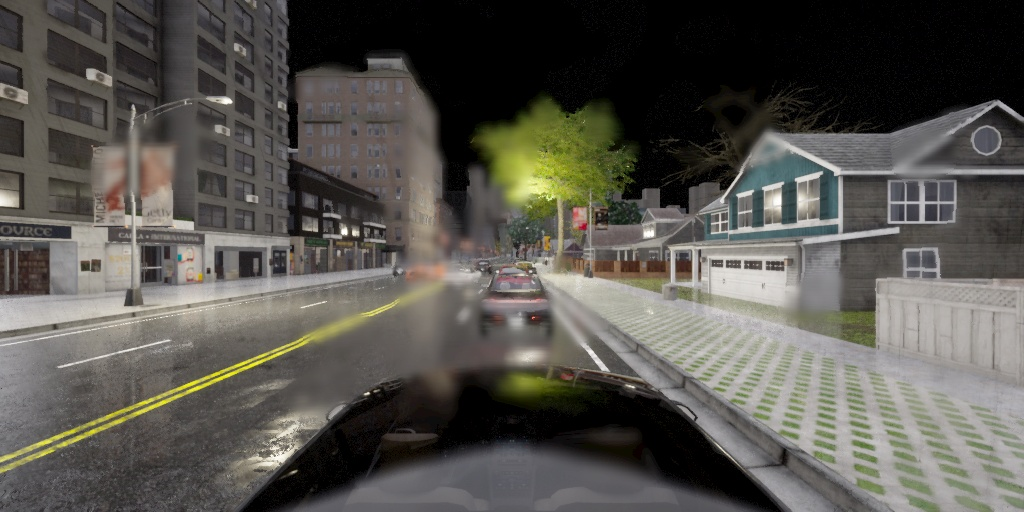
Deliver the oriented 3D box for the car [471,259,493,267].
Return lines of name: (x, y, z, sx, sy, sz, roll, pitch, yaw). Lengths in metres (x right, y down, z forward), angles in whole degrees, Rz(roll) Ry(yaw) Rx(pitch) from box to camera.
car: (-3.110, 1.241, 39.949, 1.812, 1.442, 4.674, 0, 0, 0)

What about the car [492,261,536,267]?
car: (0.119, 1.218, 19.834, 1.882, 1.535, 5.008, 0, 0, 0)

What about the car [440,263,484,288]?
car: (-3.127, 1.338, 23.375, 1.895, 1.301, 4.718, 0, 0, 0)

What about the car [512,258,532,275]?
car: (1.012, 1.067, 39.423, 2.097, 1.767, 4.553, 0, 0, 0)

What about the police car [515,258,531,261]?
police car: (1.003, 1.155, 29.563, 1.930, 1.638, 5.238, 0, 0, 0)

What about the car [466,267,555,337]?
car: (0.111, 1.239, 10.330, 2.128, 1.511, 4.902, 0, 0, 0)

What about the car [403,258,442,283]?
car: (-6.573, 1.083, 27.853, 2.097, 1.767, 4.553, 0, 0, 0)

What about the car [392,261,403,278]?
car: (-9.818, 1.215, 34.039, 2.128, 1.511, 4.902, 0, 0, 0)
